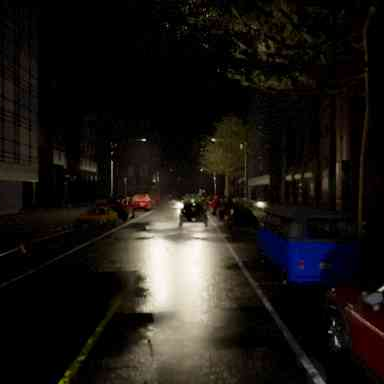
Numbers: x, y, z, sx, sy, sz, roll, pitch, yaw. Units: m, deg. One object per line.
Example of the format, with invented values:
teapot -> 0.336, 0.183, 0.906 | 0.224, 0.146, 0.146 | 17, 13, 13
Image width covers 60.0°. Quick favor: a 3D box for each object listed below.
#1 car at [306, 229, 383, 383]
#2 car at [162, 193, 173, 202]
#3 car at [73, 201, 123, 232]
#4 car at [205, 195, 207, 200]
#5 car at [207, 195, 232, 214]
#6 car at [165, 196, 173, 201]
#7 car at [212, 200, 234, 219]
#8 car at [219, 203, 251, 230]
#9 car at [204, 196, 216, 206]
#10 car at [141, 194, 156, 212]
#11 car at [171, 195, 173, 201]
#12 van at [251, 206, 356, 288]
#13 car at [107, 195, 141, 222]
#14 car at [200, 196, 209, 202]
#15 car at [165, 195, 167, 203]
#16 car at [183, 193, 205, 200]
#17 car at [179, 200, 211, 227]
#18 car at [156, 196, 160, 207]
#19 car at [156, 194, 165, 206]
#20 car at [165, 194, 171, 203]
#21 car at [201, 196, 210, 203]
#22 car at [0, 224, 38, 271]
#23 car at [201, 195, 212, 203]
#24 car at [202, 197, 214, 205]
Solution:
car -> 2.856, 1.432, 3.287 | 1.967, 1.590, 4.097 | 0, 0, 0
car -> -5.690, 1.271, 76.600 | 2.192, 1.841, 5.009 | 0, 0, 0
car -> -5.674, 1.482, 20.044 | 1.752, 1.417, 4.829 | 0, 0, 0
car -> 2.844, 1.509, 48.402 | 1.947, 1.339, 4.313 | 0, 0, 0
car -> 2.848, 1.264, 31.484 | 2.192, 1.841, 5.009 | 0, 0, 0
car -> -5.691, 1.546, 82.240 | 1.802, 1.307, 4.206 | 0, 0, 0
car -> 2.849, 1.517, 25.844 | 1.947, 1.339, 4.313 | 0, 0, 0
car -> 2.851, 1.537, 20.206 | 1.802, 1.307, 4.206 | 0, 0, 0
car -> 2.841, 1.467, 54.213 | 1.752, 1.417, 4.829 | 0, 0, 0
car -> -5.679, 1.263, 37.130 | 2.192, 1.841, 5.009 | 0, 0, 0
car -> -5.688, 1.516, 70.962 | 1.947, 1.339, 4.313 | 0, 0, 0
van -> 2.855, 1.319, 8.926 | 1.690, 1.788, 3.998 | 0, 0, 0
car -> -5.676, 1.267, 25.851 | 2.192, 1.841, 5.009 | 0, 0, 0
car -> 2.835, 1.521, 76.600 | 1.947, 1.339, 4.313 | 0, 0, 0
car -> -5.683, 1.488, 54.046 | 1.887, 1.381, 4.507 | 0, 0, 0
car -> 0.088, 1.169, 40.448 | 2.150, 2.045, 5.566 | 0, 0, 0
car -> 0.095, 1.479, 22.408 | 1.812, 1.442, 4.674 | 0, 0, 0
car -> -5.680, 1.511, 42.769 | 1.947, 1.339, 4.313 | 0, 0, 0
car -> -5.682, 1.259, 48.407 | 2.192, 1.841, 5.009 | 0, 0, 0
car -> -5.687, 1.512, 65.324 | 1.947, 1.339, 4.313 | 0, 0, 0
car -> 2.837, 1.532, 70.961 | 1.802, 1.307, 4.206 | 0, 0, 0
car -> -5.671, 1.560, 8.937 | 1.802, 1.307, 4.206 | 0, 0, 0
car -> 2.839, 1.385, 65.322 | 1.967, 1.590, 4.097 | 0, 0, 0
car -> 2.840, 1.525, 59.682 | 1.802, 1.307, 4.206 | 0, 0, 0
